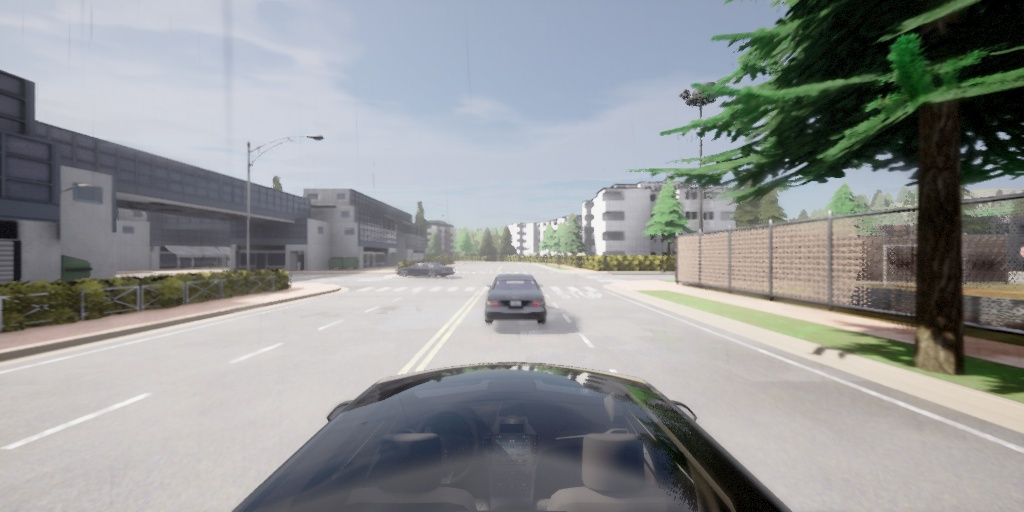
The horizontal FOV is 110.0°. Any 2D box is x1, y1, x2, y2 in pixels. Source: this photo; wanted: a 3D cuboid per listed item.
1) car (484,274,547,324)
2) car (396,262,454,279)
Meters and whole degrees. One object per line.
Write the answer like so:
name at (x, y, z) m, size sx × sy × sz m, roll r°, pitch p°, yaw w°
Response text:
car at (0.101, 1.295, 11.947) m, size 2.033 × 1.411 × 5.357 m, roll 0°, pitch 0°, yaw 0°
car at (-7.958, 1.290, 32.925) m, size 5.357 × 1.411 × 2.033 m, roll 0°, pitch 0°, yaw 21°
